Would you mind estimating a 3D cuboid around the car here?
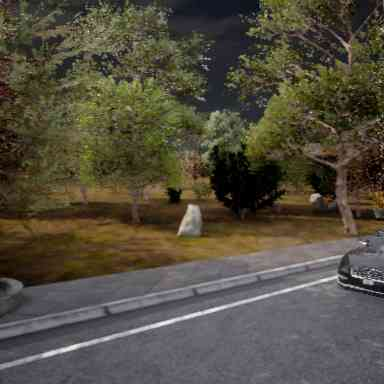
[{"bbox_3d":[5.381,1.489,7.833,4.892,1.490,1.837,0,0,-36],"label":"car"}]
